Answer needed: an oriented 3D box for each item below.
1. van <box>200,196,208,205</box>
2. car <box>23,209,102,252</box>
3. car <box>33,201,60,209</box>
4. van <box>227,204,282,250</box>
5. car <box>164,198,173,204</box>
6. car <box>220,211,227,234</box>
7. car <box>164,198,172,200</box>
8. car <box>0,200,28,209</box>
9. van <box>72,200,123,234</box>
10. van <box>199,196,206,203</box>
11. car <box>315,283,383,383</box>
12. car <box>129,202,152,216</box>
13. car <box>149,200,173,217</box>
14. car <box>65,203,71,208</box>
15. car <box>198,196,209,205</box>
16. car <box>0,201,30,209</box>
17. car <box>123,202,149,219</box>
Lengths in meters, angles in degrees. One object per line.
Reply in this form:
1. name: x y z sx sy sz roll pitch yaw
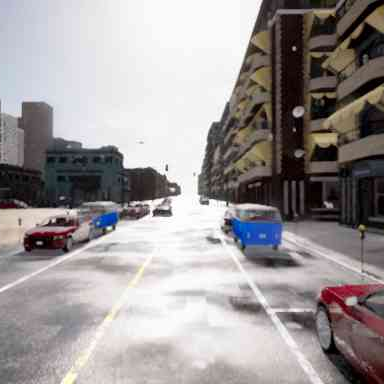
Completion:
1. van: 2.727 1.887 75.236 1.690 1.788 3.998 1 0 0
2. car: -5.642 1.663 14.556 1.887 1.381 4.507 1 0 0
3. car: -25.181 2.176 57.532 4.313 1.339 1.947 0 -1 1
4. van: 2.709 1.459 14.588 1.690 1.788 3.998 1 0 0
5. car: -5.654 2.128 80.783 1.887 1.381 4.507 1 0 0
6. car: 2.707 1.727 20.232 1.947 1.339 4.313 1 0 0
7. car: -5.657 2.129 75.202 1.802 1.307 4.206 1 0 0
8. car: -26.362 1.867 48.913 4.097 1.590 1.967 0 -1 1
9. van: -5.637 1.503 20.203 1.690 1.788 3.998 1 0 0
10. van: 2.731 1.958 86.399 1.690 1.788 3.998 1 0 0
11. car: 2.702 1.573 3.296 1.887 1.381 4.507 1 0 0
12. car: -5.635 1.833 37.139 1.887 1.381 4.507 1 0 0
13. car: -3.040 1.839 35.328 1.994 1.385 4.181 0 -1 1
14. car: -19.700 2.134 57.455 4.403 1.369 2.008 0 -1 1
15. car: 2.723 2.061 69.656 2.008 1.369 4.403 1 0 0
16. car: -30.661 2.219 57.608 4.206 1.307 1.802 0 -1 1
17. car: -5.635 1.686 31.494 1.967 1.590 4.097 1 0 0
